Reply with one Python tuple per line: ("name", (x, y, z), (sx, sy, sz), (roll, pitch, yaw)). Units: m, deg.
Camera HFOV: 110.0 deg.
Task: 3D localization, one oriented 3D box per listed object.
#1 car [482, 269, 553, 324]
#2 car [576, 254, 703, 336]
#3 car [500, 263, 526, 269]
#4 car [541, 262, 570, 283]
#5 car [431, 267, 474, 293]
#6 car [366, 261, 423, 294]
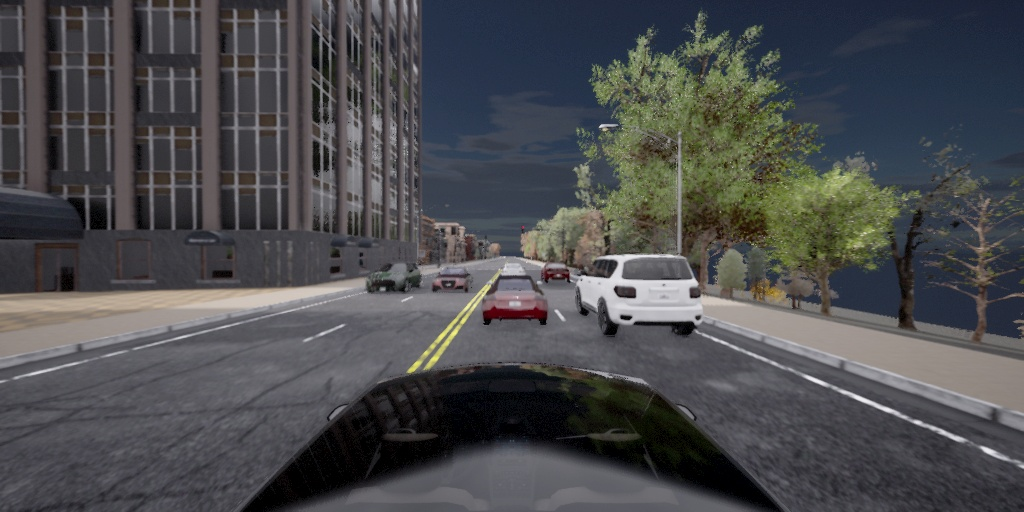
("car", (0.092, 1.322, 12.093), (1.994, 1.385, 4.181), (0, 0, 0))
("car", (3.343, 0.978, 10.553), (2.150, 2.045, 5.566), (0, 0, 0))
("car", (0.091, 1.297, 27.757), (1.812, 1.442, 4.674), (0, 0, 0))
("car", (3.341, 1.249, 28.241), (1.882, 1.535, 5.008), (0, 0, 0))
("car", (-3.354, 1.330, 20.923), (1.994, 1.385, 4.181), (0, 0, 0))
("car", (-6.603, 1.116, 20.545), (2.097, 1.767, 4.553), (0, 0, 0))
